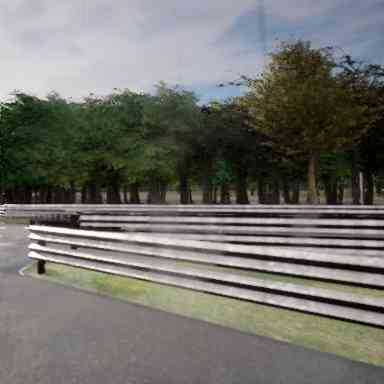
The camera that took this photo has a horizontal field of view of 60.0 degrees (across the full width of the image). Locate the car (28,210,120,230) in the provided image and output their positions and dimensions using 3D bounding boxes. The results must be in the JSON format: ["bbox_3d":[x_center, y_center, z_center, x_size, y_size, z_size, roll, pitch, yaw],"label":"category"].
[{"bbox_3d":[-5.961,1.542,16.840,4.718,1.301,1.895,-1,-1,24],"label":"car"}]
